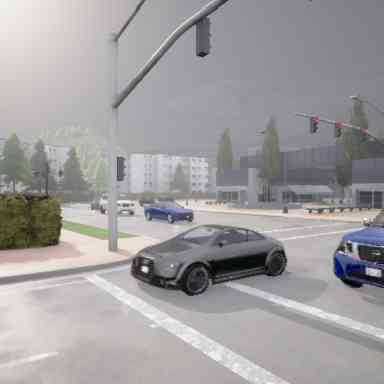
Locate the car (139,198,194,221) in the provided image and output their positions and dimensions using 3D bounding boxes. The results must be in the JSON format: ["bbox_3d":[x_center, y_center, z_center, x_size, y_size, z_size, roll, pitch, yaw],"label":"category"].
[{"bbox_3d":[-1.815,1.478,25.359,1.882,1.535,5.008,0,0,-37],"label":"car"}]

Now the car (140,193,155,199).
[{"bbox_3d":[-7.134,1.217,53.603,2.150,2.045,5.566,0,-1,-6],"label":"car"}]

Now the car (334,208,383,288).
[{"bbox_3d":[5.811,1.221,8.140,5.566,2.045,2.150,0,0,-36],"label":"car"}]

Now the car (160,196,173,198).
[{"bbox_3d":[-5.250,1.477,69.690,1.882,1.535,5.008,0,0,20],"label":"car"}]

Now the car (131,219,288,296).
[{"bbox_3d":[0.560,1.564,8.693,4.181,1.385,1.994,0,0,-36],"label":"car"}]

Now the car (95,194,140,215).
[{"bbox_3d":[-7.624,1.221,33.538,2.150,2.045,5.566,0,0,-32],"label":"car"}]

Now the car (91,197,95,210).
[{"bbox_3d":[-11.939,1.352,42.924,2.097,1.767,4.553,0,0,-17],"label":"car"}]

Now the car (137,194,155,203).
[{"bbox_3d":[-9.312,1.352,68.117,2.097,1.767,4.553,0,0,15],"label":"car"}]
